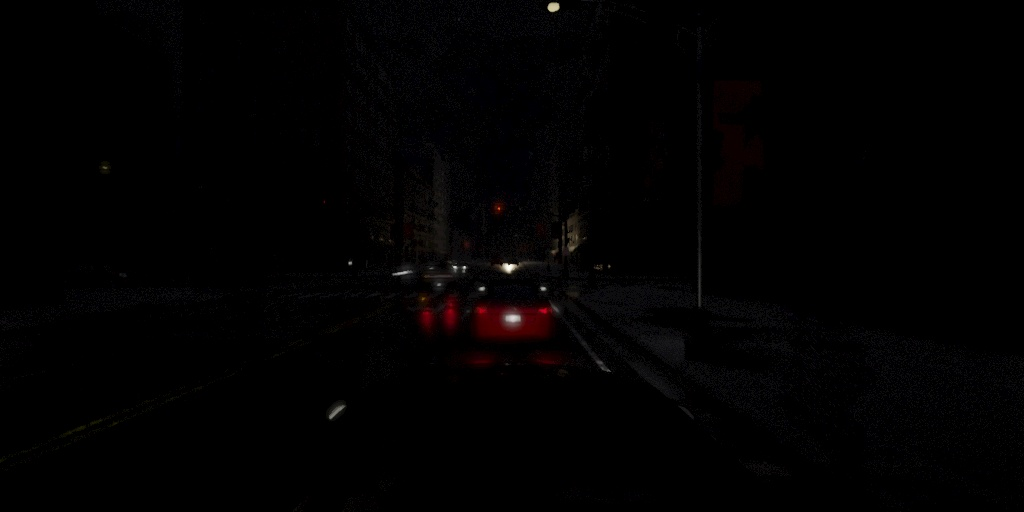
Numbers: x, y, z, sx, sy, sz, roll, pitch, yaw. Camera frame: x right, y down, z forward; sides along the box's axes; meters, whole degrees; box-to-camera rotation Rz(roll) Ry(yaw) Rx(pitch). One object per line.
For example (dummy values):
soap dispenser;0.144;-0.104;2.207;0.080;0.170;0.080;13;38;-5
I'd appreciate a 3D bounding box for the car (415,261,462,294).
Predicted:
car;-4.389;1.243;20.451;2.128;1.511;4.902;0;0;-17

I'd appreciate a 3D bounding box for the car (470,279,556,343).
car;0.029;1.315;9.711;1.994;1.385;4.181;0;0;0

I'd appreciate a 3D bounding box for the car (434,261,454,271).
car;-9.680;1.353;51.494;1.895;1.301;4.718;0;0;0

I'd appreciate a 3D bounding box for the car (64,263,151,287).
car;-25.351;1.176;22.562;4.097;1.591;1.967;0;0;0

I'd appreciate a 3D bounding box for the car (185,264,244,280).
car;-25.283;1.334;30.586;4.313;1.339;1.948;0;0;0
